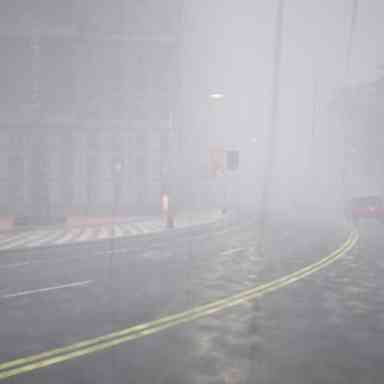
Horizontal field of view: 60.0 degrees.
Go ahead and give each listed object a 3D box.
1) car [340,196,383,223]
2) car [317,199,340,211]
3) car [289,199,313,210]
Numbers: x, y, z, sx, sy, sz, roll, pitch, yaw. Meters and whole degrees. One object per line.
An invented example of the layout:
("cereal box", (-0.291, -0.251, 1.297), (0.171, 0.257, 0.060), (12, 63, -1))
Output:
("car", (13.965, 1.353, 27.147), (2.150, 2.045, 5.566), (0, 0, 15))
("car", (18.694, 1.703, 45.349), (1.882, 1.535, 5.008), (0, 0, -2))
("car", (15.162, 1.716, 46.395), (1.882, 1.535, 5.008), (0, 0, -2))
